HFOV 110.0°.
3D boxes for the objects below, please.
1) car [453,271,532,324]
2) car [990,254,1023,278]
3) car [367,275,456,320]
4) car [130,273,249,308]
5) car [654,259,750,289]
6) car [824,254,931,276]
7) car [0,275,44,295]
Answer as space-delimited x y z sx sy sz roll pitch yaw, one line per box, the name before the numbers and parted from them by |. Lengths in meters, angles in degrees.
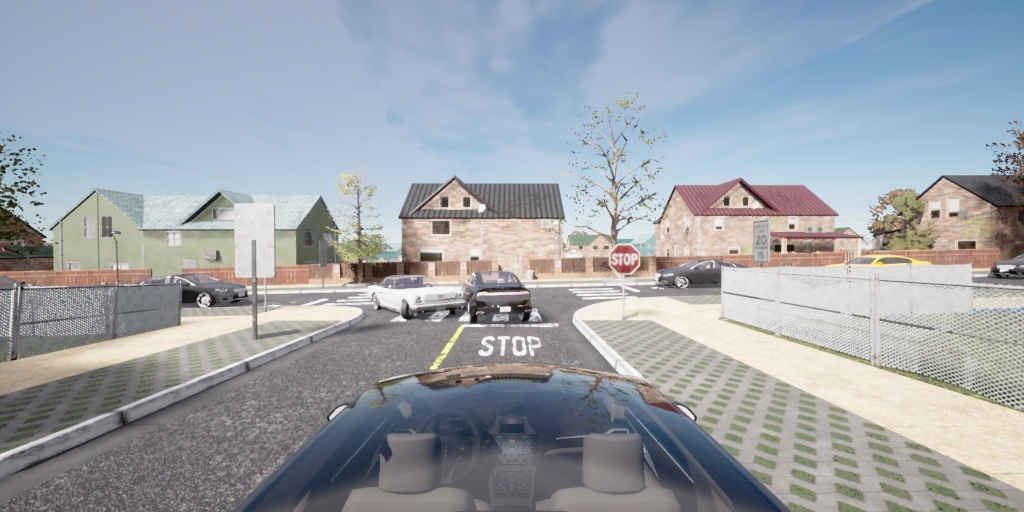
car | -0.685 1.242 12.137 2.128 1.511 4.902 0 0 -12
car | 29.385 0.477 19.619 4.902 1.511 2.128 -1 1 0
car | -3.602 1.367 12.996 1.895 1.301 4.718 0 0 -38
car | -14.902 1.565 16.491 4.902 1.511 2.128 -1 1 0
car | 10.330 0.925 19.545 4.902 1.511 2.128 -1 1 0
car | 19.761 0.689 19.582 5.008 1.535 1.882 -1 1 -1
car | -24.239 1.647 16.450 4.553 1.767 2.097 -1 1 0
